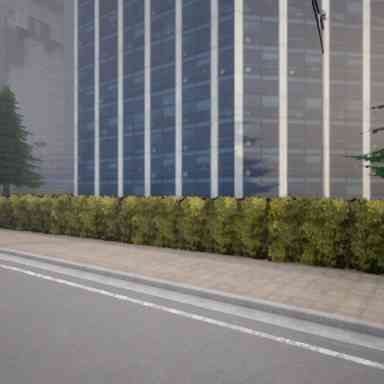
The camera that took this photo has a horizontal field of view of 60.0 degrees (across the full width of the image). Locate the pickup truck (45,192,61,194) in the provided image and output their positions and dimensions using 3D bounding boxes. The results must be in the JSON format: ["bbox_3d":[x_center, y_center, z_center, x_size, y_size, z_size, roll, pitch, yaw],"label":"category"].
[{"bbox_3d":[-29.255,1.058,71.572,6.274,2.098,2.390,0,0,-24],"label":"pickup truck"}]
